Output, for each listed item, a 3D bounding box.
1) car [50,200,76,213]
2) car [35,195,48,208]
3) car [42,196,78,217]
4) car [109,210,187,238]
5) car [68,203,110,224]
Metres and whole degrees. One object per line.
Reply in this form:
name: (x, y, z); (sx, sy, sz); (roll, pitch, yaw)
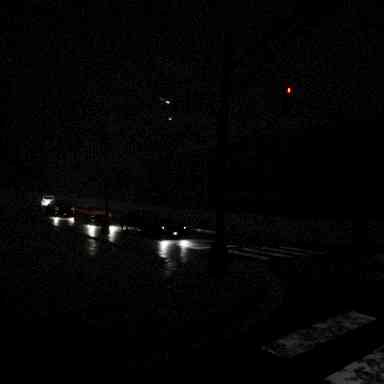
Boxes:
car: (-17.719, 1.939, 45.452); (2.128, 1.511, 4.902); (4, -2, -35)
car: (-23.593, 1.548, 53.582); (2.150, 2.045, 5.566); (4, -1, -36)
car: (-14.069, 1.678, 35.433); (2.097, 1.767, 4.553); (4, -2, -35)
car: (-2.490, 1.761, 19.229); (2.033, 1.411, 5.357); (4, -3, -38)
car: (-8.214, 1.769, 27.259); (1.882, 1.535, 5.008); (4, -3, -36)
